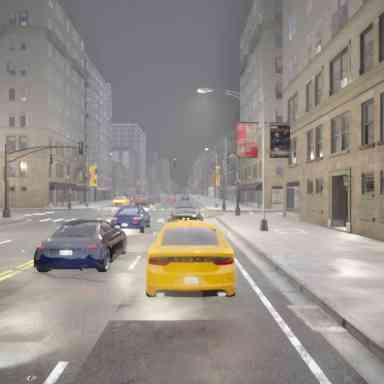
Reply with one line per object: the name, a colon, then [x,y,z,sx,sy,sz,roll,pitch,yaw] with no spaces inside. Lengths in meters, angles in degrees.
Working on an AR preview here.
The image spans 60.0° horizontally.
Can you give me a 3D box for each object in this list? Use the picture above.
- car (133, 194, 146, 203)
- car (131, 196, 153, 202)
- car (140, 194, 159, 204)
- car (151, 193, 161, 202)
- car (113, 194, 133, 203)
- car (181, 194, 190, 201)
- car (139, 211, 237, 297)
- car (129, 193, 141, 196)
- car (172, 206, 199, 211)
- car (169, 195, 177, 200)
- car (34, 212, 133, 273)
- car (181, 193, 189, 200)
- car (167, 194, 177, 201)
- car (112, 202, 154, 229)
car: [-11.196,1.380,71.079,2.097,1.767,4.553,0,0,-1]
car: [-7.623,1.621,51.116,1.895,1.301,4.718,0,0,-1]
car: [-7.790,1.571,60.759,2.033,1.411,5.357,0,0,-1]
car: [-7.949,1.250,71.234,2.150,2.045,5.566,0,0,-1]
car: [-10.877,1.498,51.155,1.882,1.535,5.008,0,0,-1]
car: [-1.642,1.377,80.648,2.097,1.767,4.553,0,0,-1]
car: [-0.050,1.479,8.606,1.882,1.535,5.008,0,0,-1]
car: [-11.048,1.245,61.090,2.150,2.045,5.566,0,0,-1]
car: [-0.347,1.509,18.088,1.837,1.490,4.892,0,0,-1]
car: [-5.100,1.433,90.612,2.033,1.411,5.357,0,0,-1]
car: [-3.351,1.566,10.745,1.994,1.385,4.181,0,0,-1]
car: [-1.850,1.249,90.649,2.097,1.767,4.553,0,0,-1]
car: [-4.891,1.377,80.581,2.097,1.767,4.553,0,0,-1]
car: [-3.526,1.531,19.487,1.812,1.442,4.674,0,0,-1]
